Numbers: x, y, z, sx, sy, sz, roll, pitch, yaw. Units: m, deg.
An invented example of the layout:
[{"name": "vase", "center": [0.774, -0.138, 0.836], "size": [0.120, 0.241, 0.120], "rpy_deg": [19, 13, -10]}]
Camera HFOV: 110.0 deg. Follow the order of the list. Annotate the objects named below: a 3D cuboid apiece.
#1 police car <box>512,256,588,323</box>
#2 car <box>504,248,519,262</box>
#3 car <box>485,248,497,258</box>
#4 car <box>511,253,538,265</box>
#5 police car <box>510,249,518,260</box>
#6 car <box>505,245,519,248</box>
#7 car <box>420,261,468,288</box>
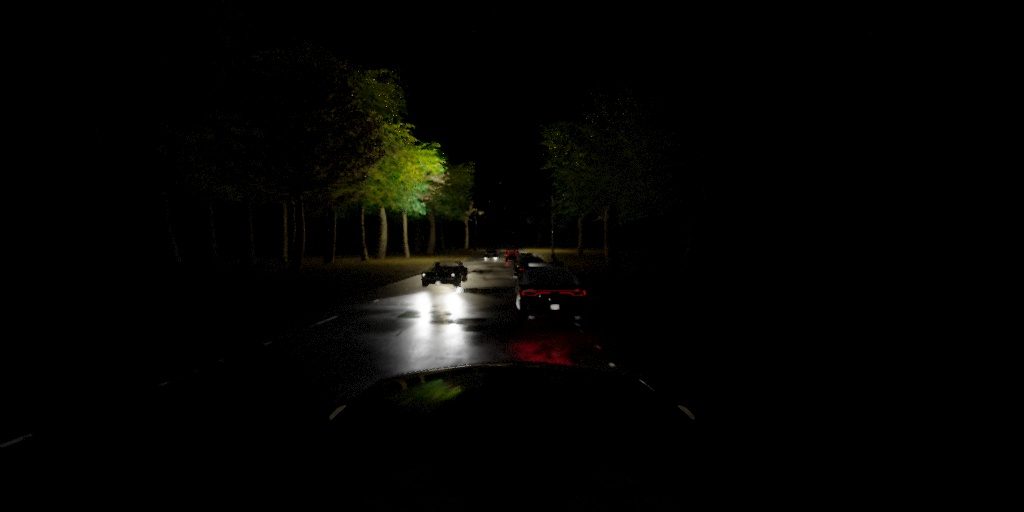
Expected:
[{"name": "police car", "center": [1.049, 0.976, 11.300], "size": [1.930, 1.638, 5.238], "rpy_deg": [0, 1, 0]}, {"name": "car", "center": [0.015, -0.030, 48.989], "size": [1.812, 1.442, 4.674], "rpy_deg": [0, 2, 0]}, {"name": "car", "center": [-3.549, -0.591, 61.030], "size": [1.882, 1.535, 5.008], "rpy_deg": [0, 3, 1]}, {"name": "car", "center": [1.047, 0.810, 21.187], "size": [1.837, 1.490, 4.892], "rpy_deg": [0, 2, 0]}, {"name": "police car", "center": [1.047, 0.557, 27.294], "size": [1.930, 1.638, 5.238], "rpy_deg": [0, 2, 0]}, {"name": "car", "center": [-0.007, -0.925, 62.766], "size": [2.150, 2.045, 5.566], "rpy_deg": [0, 3, 0]}, {"name": "car", "center": [-3.597, 0.945, 19.714], "size": [1.895, 1.301, 4.718], "rpy_deg": [0, 2, 0]}]
